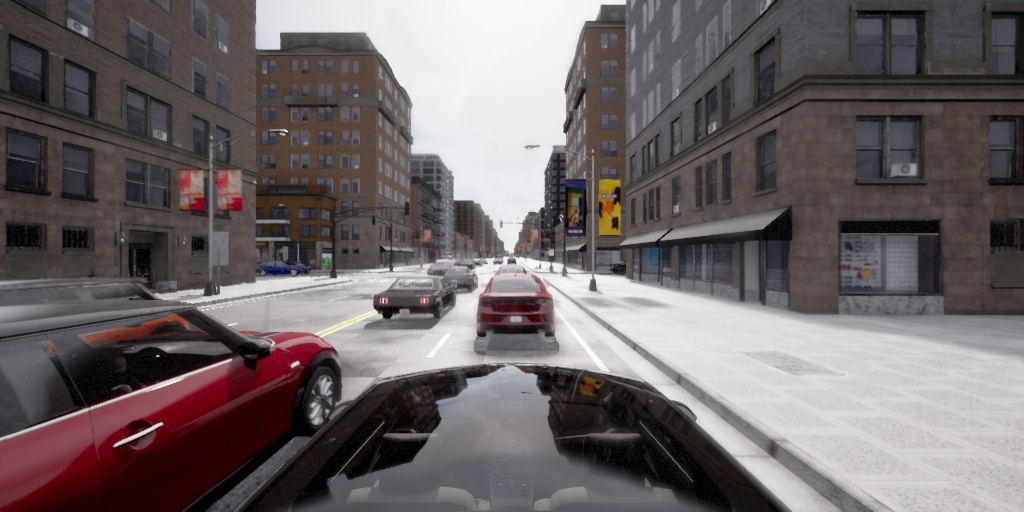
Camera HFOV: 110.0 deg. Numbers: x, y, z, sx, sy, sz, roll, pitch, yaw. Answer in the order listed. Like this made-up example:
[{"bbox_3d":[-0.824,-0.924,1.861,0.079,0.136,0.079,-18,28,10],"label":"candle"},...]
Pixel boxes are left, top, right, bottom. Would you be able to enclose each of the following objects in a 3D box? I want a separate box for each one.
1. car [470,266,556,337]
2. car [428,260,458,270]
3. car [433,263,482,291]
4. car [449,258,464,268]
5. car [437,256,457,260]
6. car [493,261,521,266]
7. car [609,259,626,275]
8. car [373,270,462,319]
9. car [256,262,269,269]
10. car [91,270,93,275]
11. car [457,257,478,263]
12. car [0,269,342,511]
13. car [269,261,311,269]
[{"bbox_3d":[0.099,1.227,10.293,1.882,1.535,5.008,0,0,0],"label":"car"},{"bbox_3d":[-6.608,1.305,33.599,1.994,1.385,4.181,0,0,0],"label":"car"},{"bbox_3d":[-3.157,1.311,21.525,1.994,1.385,4.181,0,0,0],"label":"car"},{"bbox_3d":[-9.828,1.211,63.748,1.882,1.535,5.008,0,0,0],"label":"car"},{"bbox_3d":[-9.835,0.960,53.621,2.150,2.045,5.566,0,0,2],"label":"car"},{"bbox_3d":[-0.004,1.225,19.865,1.882,1.535,5.008,0,0,0],"label":"car"},{"bbox_3d":[13.364,1.006,38.767,5.566,2.045,2.150,0,0,0],"label":"car"},{"bbox_3d":[-3.153,1.350,12.768,1.895,1.301,4.718,0,0,0],"label":"car"},{"bbox_3d":[-25.425,1.167,33.112,4.097,1.591,1.967,0,0,0],"label":"car"},{"bbox_3d":[-6.601,1.101,4.218,2.097,1.767,4.553,0,0,0],"label":"car"},{"bbox_3d":[-6.605,1.216,53.366,1.882,1.535,5.008,0,0,-1],"label":"car"},{"bbox_3d":[-3.152,1.102,2.616,2.097,1.767,4.553,0,0,0],"label":"car"},{"bbox_3d":[-22.757,1.215,35.638,5.008,1.535,1.882,0,0,0],"label":"car"}]
